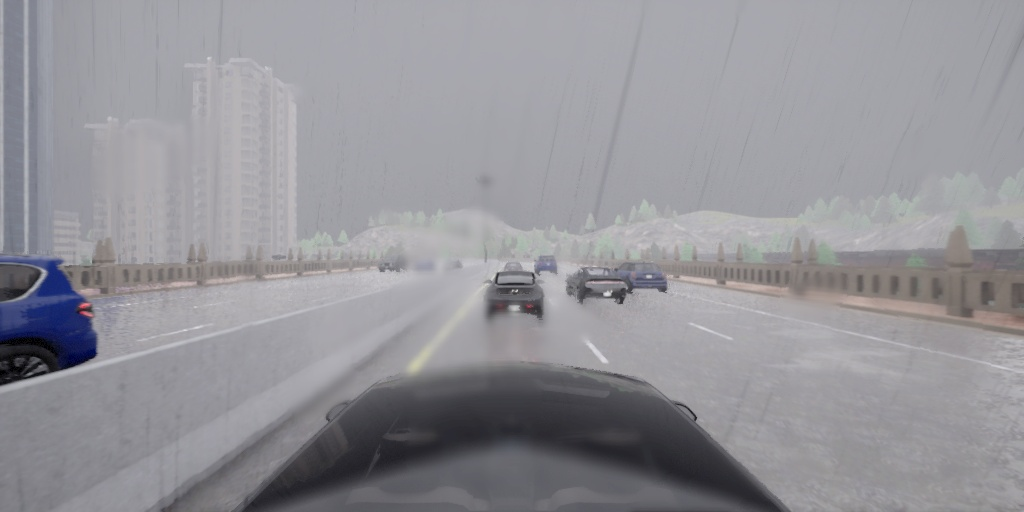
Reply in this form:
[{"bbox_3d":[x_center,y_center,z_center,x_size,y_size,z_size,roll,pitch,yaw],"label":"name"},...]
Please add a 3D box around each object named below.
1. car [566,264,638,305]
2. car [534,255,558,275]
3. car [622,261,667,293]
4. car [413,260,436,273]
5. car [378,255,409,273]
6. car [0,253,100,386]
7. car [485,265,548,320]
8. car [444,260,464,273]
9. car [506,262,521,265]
[{"bbox_3d":[3.607,1.227,15.997,2.128,1.511,4.902,0,0,0],"label":"car"},{"bbox_3d":[3.618,0.937,38.361,2.150,2.045,5.566,0,0,0],"label":"car"},{"bbox_3d":[7.109,1.083,20.721,2.097,1.767,4.553,0,0,0],"label":"car"},{"bbox_3d":[-10.567,1.191,43.720,1.882,1.535,5.008,0,0,0],"label":"car"},{"bbox_3d":[-14.070,0.935,43.023,2.150,2.045,5.566,0,0,0],"label":"car"},{"bbox_3d":[-7.100,0.970,2.838,2.150,2.045,5.566,0,0,0],"label":"car"},{"bbox_3d":[0.105,1.244,12.554,1.837,1.490,4.892,0,0,0],"label":"car"},{"bbox_3d":[-7.067,1.204,44.093,2.128,1.511,4.902,0,0,0],"label":"car"},{"bbox_3d":[0.115,1.266,33.902,2.033,1.411,5.357,0,0,0],"label":"car"}]
